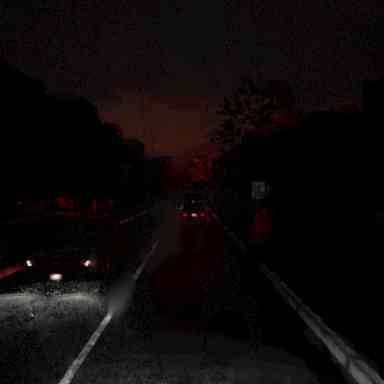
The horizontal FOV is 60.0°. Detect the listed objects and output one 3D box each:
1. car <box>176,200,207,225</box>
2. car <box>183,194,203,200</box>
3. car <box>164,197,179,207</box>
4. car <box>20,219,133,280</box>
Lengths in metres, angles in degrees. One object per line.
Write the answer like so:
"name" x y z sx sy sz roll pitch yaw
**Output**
"car" 0.111 1.563 24.292 2.033 1.411 5.357 0 0 0
"car" 0.120 1.244 41.094 2.150 2.045 5.566 0 -1 0
"car" -3.049 1.524 50.552 1.837 1.490 4.892 0 1 0
"car" -3.100 1.554 10.240 2.033 1.411 5.357 0 0 0
